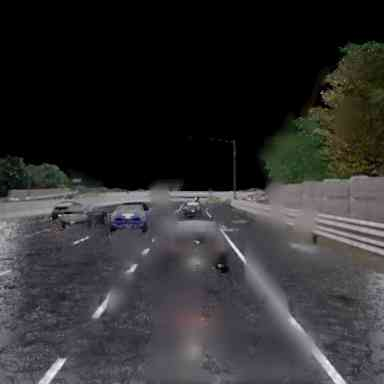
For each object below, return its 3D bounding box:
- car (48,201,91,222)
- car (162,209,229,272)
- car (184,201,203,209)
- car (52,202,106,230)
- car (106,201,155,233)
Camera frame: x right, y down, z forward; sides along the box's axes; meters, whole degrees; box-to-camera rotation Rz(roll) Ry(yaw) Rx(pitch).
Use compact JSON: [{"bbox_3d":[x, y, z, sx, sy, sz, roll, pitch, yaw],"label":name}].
[{"bbox_3d":[-10.393,1.595,28.649,1.837,1.490,4.892,0,0,0],"label":"car"},{"bbox_3d":[0.103,1.532,10.809,1.837,1.490,4.892,0,0,0],"label":"car"},{"bbox_3d":[0.113,1.635,34.355,1.812,1.442,4.674,0,0,0],"label":"car"},{"bbox_3d":[-6.895,1.557,21.591,2.128,1.511,4.902,0,0,0],"label":"car"},{"bbox_3d":[-3.495,1.412,20.325,2.097,1.767,4.553,0,0,0],"label":"car"}]
